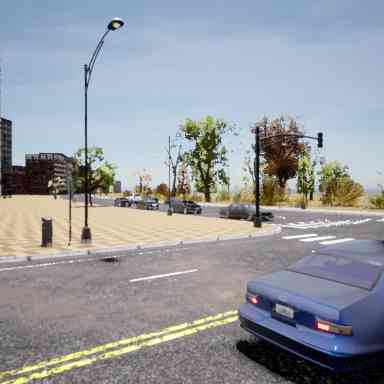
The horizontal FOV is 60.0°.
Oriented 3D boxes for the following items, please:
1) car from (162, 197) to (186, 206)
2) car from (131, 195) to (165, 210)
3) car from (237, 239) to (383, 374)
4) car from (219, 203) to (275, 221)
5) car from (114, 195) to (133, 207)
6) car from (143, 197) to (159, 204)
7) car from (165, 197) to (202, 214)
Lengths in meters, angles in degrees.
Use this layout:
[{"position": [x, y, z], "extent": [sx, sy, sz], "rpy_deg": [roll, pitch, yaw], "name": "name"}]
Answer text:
[{"position": [-3.350, 1.634, 60.098], "extent": [2.033, 1.411, 5.357], "rpy_deg": [0, 0, -30], "name": "car"}, {"position": [-6.110, 1.594, 45.241], "extent": [2.128, 1.511, 4.902], "rpy_deg": [0, 0, -31], "name": "car"}, {"position": [3.245, 1.547, 5.613], "extent": [5.357, 1.411, 2.033], "rpy_deg": [0, 0, -34], "name": "car"}, {"position": [4.445, 1.604, 27.998], "extent": [2.033, 1.411, 5.357], "rpy_deg": [0, 0, -31], "name": "car"}, {"position": [-11.346, 1.627, 54.163], "extent": [1.837, 1.490, 4.892], "rpy_deg": [0, 0, -30], "name": "car"}, {"position": [-8.586, 1.667, 69.327], "extent": [1.994, 1.385, 4.181], "rpy_deg": [0, 0, -29], "name": "car"}, {"position": [-0.731, 1.585, 36.408], "extent": [1.837, 1.490, 4.892], "rpy_deg": [0, 0, -32], "name": "car"}]
